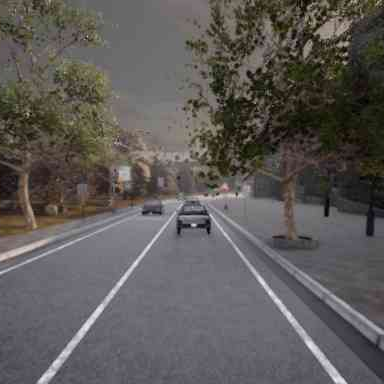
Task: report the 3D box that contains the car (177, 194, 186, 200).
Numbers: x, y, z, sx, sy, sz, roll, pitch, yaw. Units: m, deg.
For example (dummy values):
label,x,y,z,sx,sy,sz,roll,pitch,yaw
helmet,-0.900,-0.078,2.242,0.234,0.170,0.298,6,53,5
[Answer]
label,x,y,z,sx,sy,sz,roll,pitch,yaw
car,-2.178,1.212,73.974,2.128,1.511,4.902,1,1,8

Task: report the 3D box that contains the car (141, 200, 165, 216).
label,x,y,z,sx,sy,sz,roll,pitch,yaw
car,-3.607,1.489,31.726,2.033,1.411,5.357,0,0,0

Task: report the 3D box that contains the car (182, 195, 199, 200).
label,x,y,z,sx,sy,sz,roll,pitch,yaw
car,0.087,1.431,39.731,1.837,1.490,4.892,0,0,0

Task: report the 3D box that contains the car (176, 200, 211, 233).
label,x,y,z,sx,sy,sz,roll,pitch,yaw
car,0.093,1.455,19.323,2.128,1.511,4.902,0,0,0
